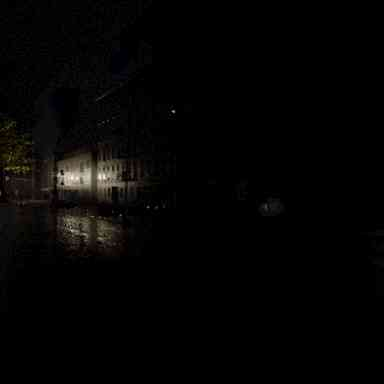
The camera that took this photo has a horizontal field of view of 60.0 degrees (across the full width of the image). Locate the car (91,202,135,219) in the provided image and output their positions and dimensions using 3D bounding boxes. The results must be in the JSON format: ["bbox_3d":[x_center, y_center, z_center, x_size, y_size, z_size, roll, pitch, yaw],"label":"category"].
[{"bbox_3d":[-7.456,1.572,29.872,2.033,1.411,5.357,0,0,-36],"label":"car"}]

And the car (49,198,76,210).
[{"bbox_3d":[-17.623,1.652,44.223,2.033,1.411,5.357,0,0,-36],"label":"car"}]

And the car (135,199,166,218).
[{"bbox_3d":[-4.305,1.392,30.539,2.097,1.767,4.553,0,0,-36],"label":"car"}]
